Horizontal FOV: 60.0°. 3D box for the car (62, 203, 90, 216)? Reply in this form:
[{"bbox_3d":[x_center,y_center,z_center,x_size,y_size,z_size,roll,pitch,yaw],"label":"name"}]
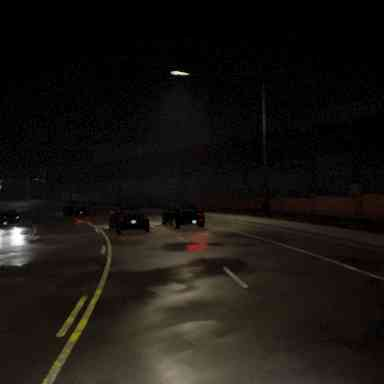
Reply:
[{"bbox_3d":[-12.666,1.878,36.162,1.895,1.301,4.718,-2,0,-34],"label":"car"}]

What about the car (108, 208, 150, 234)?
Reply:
[{"bbox_3d":[-3.931,1.647,20.343,1.994,1.385,4.181,-1,0,-20],"label":"car"}]

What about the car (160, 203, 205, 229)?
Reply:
[{"bbox_3d":[-0.701,1.514,21.704,1.837,1.490,4.892,-1,0,-20],"label":"car"}]

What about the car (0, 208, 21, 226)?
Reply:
[{"bbox_3d":[-14.347,1.941,25.569,1.895,1.301,4.718,-2,0,-31],"label":"car"}]
